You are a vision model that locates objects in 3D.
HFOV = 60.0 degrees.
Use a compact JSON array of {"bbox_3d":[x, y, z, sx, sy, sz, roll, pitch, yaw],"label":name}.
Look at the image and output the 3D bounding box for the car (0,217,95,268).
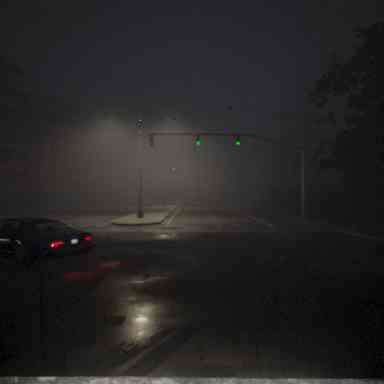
[{"bbox_3d":[-5.795,1.552,11.300,5.357,1.411,2.033,0,0,28],"label":"car"}]
